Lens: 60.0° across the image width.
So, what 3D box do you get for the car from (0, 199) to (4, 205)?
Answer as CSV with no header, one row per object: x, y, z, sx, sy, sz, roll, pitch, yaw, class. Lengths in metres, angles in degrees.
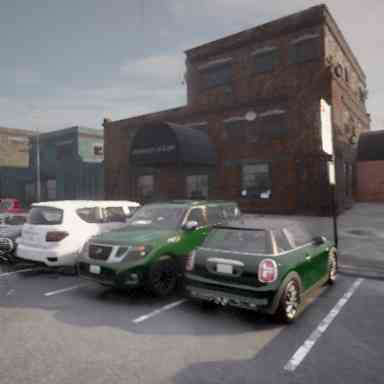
-11.653,1.408,17.238,2.435,2.045,5.566,-1,-1,36,car

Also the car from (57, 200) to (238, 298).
-0.436,1.272,9.233,2.435,2.045,5.566,-1,0,36,car

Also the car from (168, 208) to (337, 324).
1.807,1.377,7.628,2.185,1.767,4.553,-1,0,36,car

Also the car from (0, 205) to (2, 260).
-4.888,1.439,12.483,2.185,1.767,4.553,-1,0,36,car

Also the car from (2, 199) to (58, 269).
-2.648,1.292,10.881,2.435,2.045,5.566,-1,0,36,car
